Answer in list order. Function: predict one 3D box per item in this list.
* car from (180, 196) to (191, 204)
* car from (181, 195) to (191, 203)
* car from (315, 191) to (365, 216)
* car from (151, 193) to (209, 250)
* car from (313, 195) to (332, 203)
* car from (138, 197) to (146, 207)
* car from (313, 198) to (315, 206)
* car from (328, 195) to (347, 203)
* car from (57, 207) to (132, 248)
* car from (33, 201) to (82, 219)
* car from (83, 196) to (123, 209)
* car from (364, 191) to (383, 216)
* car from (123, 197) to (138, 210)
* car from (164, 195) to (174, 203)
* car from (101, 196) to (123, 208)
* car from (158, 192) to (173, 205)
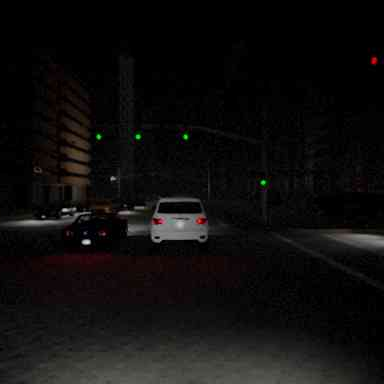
[{"bbox_3d":[-1.106,1.456,59.662,1.994,1.385,4.181,0,0,0],"label":"car"},{"bbox_3d":[-1.164,1.335,68.498,1.882,1.535,5.008,0,0,0],"label":"car"},{"bbox_3d":[13.139,1.098,29.825,1.932,1.855,4.605,0,0,0],"label":"car"},{"bbox_3d":[-0.532,1.195,14.310,2.150,2.045,5.566,0,0,-2],"label":"car"},{"bbox_3d":[24.409,1.280,62.374,1.970,1.475,3.806,0,0,0],"label":"car"},{"bbox_3d":[-8.057,1.458,50.344,2.033,1.411,5.357,0,0,0],"label":"car"},{"bbox_3d":[18.686,1.308,47.255,1.970,1.475,3.806,0,0,0],"label":"car"},{"bbox_3d":[27.304,1.248,62.382,1.784,1.438,3.905,0,0,0],"label":"car"},{"bbox_3d":[-4.045,1.575,14.679,1.895,1.301,4.718,0,0,-2],"label":"car"},{"bbox_3d":[-11.501,1.498,28.357,2.033,1.411,5.357,0,0,0],"label":"car"},{"bbox_3d":[-8.010,1.424,30.463,1.882,1.535,5.008,0,0,0],"label":"car"},{"bbox_3d":[16.033,1.100,29.779,1.905,1.878,3.866,0,0,0],"label":"car"},{"bbox_3d":[-8.058,1.434,39.735,1.837,1.490,4.892,0,0,0],"label":"car"},{"bbox_3d":[-4.664,1.379,68.493,1.837,1.490,4.892,0,0,0],"label":"car"},{"bbox_3d":[-11.562,1.392,48.435,1.882,1.535,5.008,0,0,0],"label":"car"},{"bbox_3d":[-4.599,1.116,58.857,2.150,2.045,5.566,0,0,0],"label":"car"}]
